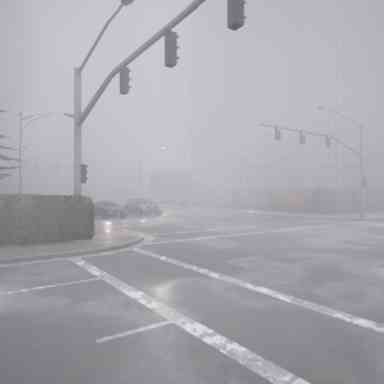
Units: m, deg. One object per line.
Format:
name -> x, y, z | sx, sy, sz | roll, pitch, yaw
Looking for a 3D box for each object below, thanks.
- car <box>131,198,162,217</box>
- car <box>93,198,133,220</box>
car -> -4.627, 1.347, 30.812 | 2.097, 1.767, 4.553 | 0, 0, -35
car -> -7.150, 1.500, 28.313 | 1.837, 1.490, 4.892 | 0, 0, -35
